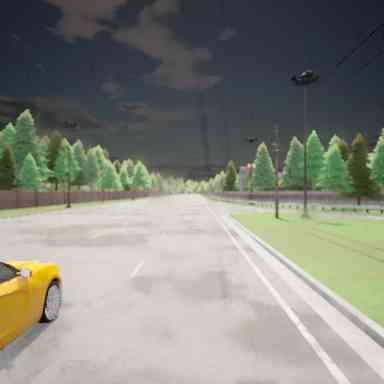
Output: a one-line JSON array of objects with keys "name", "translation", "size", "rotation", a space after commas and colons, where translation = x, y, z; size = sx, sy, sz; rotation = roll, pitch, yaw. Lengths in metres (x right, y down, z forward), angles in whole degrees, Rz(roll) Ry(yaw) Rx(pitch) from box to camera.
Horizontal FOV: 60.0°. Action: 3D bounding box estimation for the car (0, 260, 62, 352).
[{"name": "car", "translation": [-3.345, 1.486, 4.153], "size": [1.882, 1.535, 5.008], "rotation": [0, 0, 1]}]
